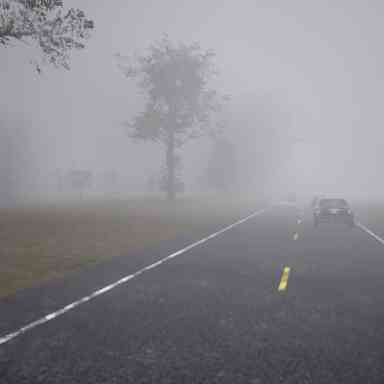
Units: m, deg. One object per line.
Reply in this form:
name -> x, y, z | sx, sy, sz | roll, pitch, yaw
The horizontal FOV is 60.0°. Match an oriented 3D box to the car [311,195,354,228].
car -> 8.535, 1.090, 20.315 | 2.097, 1.767, 4.553 | 1, 1, 20

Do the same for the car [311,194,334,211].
car -> 13.706, 1.032, 35.200 | 2.128, 1.511, 4.902 | 1, 1, 19

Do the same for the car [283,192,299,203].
car -> 14.597, 0.796, 48.856 | 1.837, 1.490, 4.892 | 1, 1, 19
